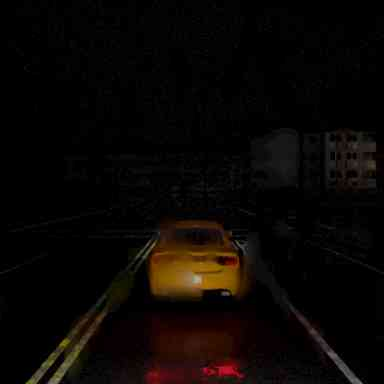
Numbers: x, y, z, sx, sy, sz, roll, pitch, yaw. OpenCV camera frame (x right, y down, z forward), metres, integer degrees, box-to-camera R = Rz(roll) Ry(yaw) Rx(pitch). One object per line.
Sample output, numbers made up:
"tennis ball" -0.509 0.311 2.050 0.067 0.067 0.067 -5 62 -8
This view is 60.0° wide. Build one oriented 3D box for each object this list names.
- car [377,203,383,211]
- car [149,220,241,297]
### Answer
"car" 23.735 1.472 37.922 4.892 1.490 1.837 0 0 2
"car" 0.074 1.470 8.613 1.882 1.535 5.008 0 0 0
